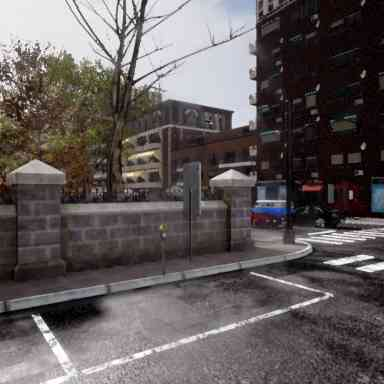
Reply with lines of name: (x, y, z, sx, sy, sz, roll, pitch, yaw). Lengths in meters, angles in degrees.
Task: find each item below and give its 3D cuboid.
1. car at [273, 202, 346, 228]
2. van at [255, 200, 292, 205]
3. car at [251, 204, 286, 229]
car: (8.565, 1.723, 24.119, 1.837, 1.490, 4.892, -1, 0, -37)
van: (7.304, 1.643, 30.180, 1.690, 1.788, 3.998, -1, 0, -36)
car: (4.451, 1.834, 24.264, 1.994, 1.385, 4.181, 0, -1, -36)
